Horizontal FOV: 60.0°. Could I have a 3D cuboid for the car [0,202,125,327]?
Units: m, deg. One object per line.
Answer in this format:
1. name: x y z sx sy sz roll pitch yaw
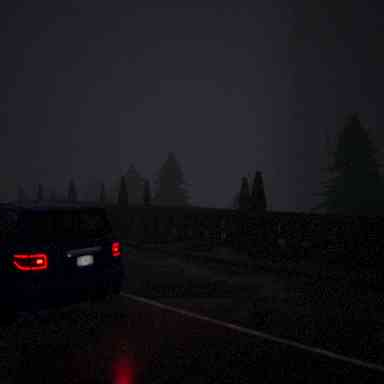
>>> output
1. car: -3.801 1.231 7.284 5.566 2.045 2.150 0 0 41
